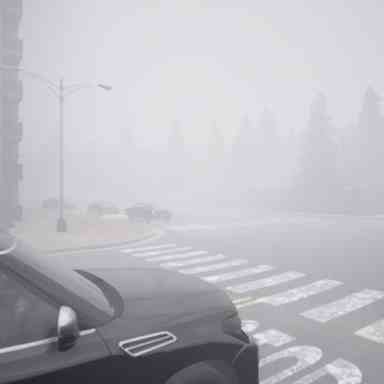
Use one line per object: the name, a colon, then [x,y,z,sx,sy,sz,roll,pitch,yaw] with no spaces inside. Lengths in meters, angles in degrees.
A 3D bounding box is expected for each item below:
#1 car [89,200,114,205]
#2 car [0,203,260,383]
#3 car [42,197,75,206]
car: [-8.828,1.500,32.996,1.994,1.385,4.181,0,0,-39]
car: [-2.019,1.222,2.306,5.566,2.045,2.150,0,0,-35]
car: [-16.195,1.442,40.293,4.892,1.490,1.837,0,0,33]
